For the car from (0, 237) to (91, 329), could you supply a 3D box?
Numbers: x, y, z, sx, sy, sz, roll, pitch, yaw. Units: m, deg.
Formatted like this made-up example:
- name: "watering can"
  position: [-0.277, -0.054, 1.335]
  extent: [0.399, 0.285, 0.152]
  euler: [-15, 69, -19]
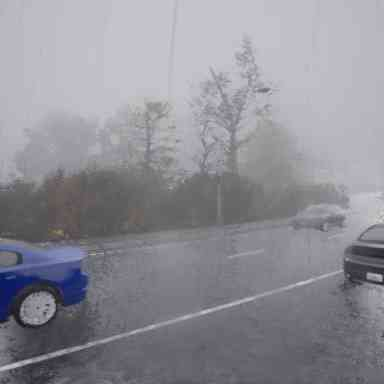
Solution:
- name: "car"
  position: [-4.246, 1.503, 5.389]
  extent: [5.008, 1.535, 1.882]
  euler: [0, 0, -37]

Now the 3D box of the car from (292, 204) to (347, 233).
- name: "car"
  position: [7.914, 1.539, 20.377]
  extent: [1.837, 1.490, 4.892]
  euler: [0, 0, 44]

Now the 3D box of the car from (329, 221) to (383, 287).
- name: "car"
  position: [5.645, 1.518, 8.472]
  extent: [4.892, 1.490, 1.837]
  euler: [0, 0, -40]
